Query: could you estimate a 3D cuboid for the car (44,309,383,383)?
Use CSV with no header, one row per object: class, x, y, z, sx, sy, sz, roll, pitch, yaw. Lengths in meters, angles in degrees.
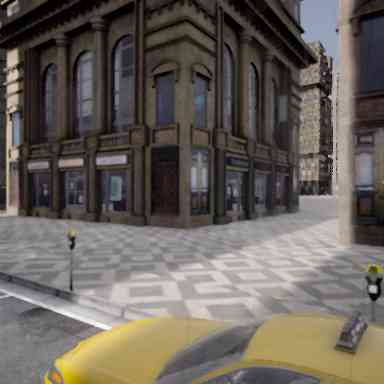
car,0.840,1.524,2.360,4.829,1.417,1.752,0,0,35
